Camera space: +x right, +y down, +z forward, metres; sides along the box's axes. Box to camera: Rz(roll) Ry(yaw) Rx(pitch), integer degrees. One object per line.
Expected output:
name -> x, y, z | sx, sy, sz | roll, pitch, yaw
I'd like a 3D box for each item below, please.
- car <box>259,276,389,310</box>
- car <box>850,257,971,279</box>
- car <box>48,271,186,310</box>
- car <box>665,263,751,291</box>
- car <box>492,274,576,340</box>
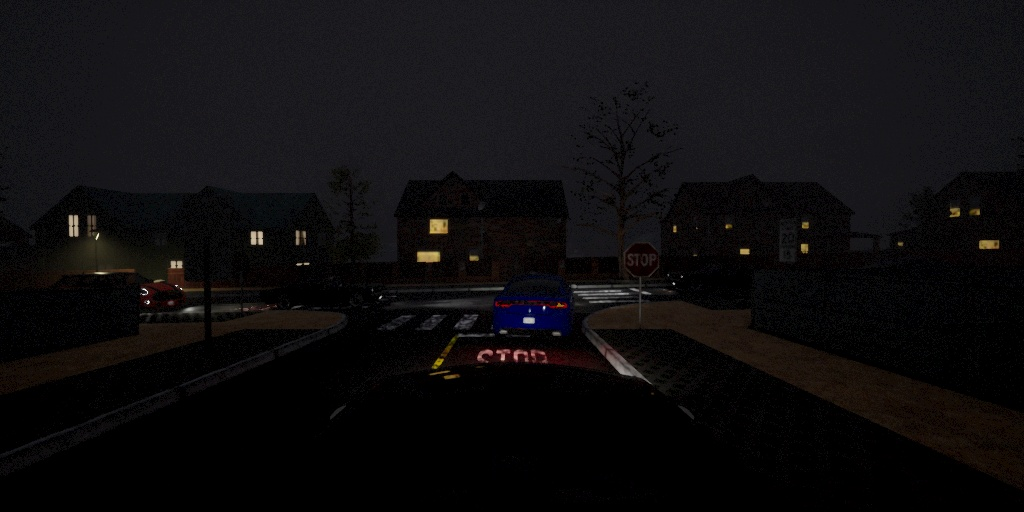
car -> -7.819, 1.506, 15.294 | 4.718, 1.301, 1.895 | -1, 1, 0
car -> 20.047, 0.753, 18.271 | 5.357, 1.411, 2.033 | -1, 1, 0
car -> -16.806, 1.471, 15.282 | 4.553, 1.767, 2.097 | -1, 1, 0
car -> 10.402, 1.034, 18.230 | 4.718, 1.301, 1.895 | -1, 1, -1
car -> 0.782, 1.226, 10.090 | 1.882, 1.535, 5.008 | 0, 0, 10
